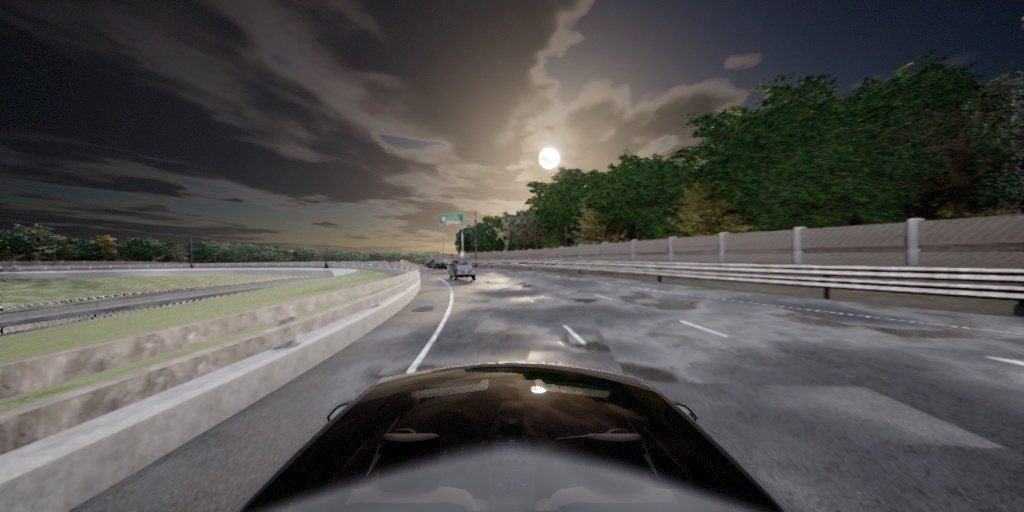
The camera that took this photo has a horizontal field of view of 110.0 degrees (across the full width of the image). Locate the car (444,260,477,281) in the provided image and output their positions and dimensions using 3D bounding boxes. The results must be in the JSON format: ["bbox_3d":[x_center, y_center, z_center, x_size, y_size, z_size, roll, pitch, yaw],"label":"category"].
[{"bbox_3d":[-4.435,1.367,31.641,2.033,1.411,5.357,-1,0,-17],"label":"car"}]

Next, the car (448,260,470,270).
[{"bbox_3d":[-8.753,1.394,58.561,1.837,1.490,4.892,0,0,-31],"label":"car"}]

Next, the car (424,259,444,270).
[{"bbox_3d":[-12.293,1.297,57.602,2.097,1.767,4.553,-1,0,-31],"label":"car"}]
